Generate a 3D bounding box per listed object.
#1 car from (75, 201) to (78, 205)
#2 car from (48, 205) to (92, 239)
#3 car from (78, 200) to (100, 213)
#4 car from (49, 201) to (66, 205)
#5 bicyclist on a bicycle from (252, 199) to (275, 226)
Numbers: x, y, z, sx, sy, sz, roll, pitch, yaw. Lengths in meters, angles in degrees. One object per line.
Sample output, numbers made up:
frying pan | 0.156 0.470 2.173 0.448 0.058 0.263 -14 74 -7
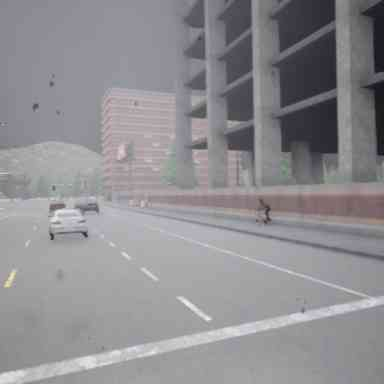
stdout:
car | -16.301 1.955 49.330 1.895 1.301 4.718 -1 0 -23
car | -6.937 1.676 18.545 1.812 1.442 4.674 -1 0 -23
car | -12.267 1.772 39.947 1.837 1.490 4.892 -1 0 -23
car | -17.300 1.851 42.915 1.882 1.535 5.008 -1 0 -23
bicyclist on a bicycle | 4.254 1.217 19.751 1.656 1.620 0.582 -1 0 -23
